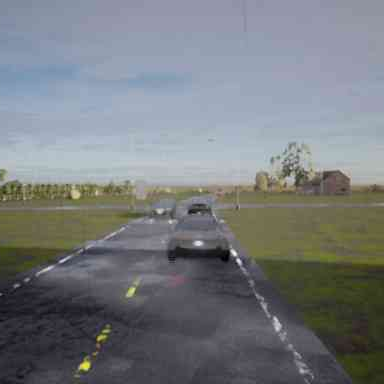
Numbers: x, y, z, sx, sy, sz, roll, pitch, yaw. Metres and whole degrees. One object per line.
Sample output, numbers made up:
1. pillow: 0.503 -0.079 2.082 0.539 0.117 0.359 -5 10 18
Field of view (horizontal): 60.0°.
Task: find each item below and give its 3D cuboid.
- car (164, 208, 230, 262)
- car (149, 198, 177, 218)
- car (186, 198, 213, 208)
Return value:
1. car: 0.224 1.461 11.717 1.994 1.385 4.181 0 1 1
2. car: -2.279 1.250 27.131 2.128 1.511 4.902 0 0 3
3. car: 0.612 1.262 26.925 1.837 1.490 4.892 0 0 2
